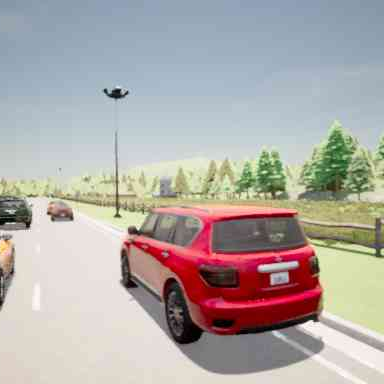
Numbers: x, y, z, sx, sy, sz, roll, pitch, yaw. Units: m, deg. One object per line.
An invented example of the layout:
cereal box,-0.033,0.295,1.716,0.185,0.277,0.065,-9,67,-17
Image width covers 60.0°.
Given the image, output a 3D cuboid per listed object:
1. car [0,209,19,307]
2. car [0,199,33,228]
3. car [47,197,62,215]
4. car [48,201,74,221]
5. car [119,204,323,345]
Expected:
car,-5.466,1.460,7.834,2.097,1.767,4.553,0,-1,-24
car,-13.052,1.523,24.527,2.150,2.045,5.566,0,0,-24
car,-16.390,1.792,40.212,2.097,1.767,4.553,0,-1,-24
car,-11.969,1.855,30.547,1.812,1.442,4.674,0,0,-24
car,0.056,1.267,6.859,2.150,2.045,5.566,0,0,-24
